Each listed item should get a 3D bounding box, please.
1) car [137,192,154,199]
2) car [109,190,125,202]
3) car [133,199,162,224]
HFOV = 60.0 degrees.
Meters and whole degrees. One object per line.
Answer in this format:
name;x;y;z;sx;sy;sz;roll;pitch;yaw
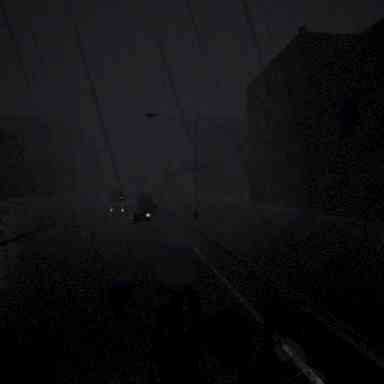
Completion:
car;-5.935;0.675;42.439;1.882;1.535;5.008;0;3;-8
car;-10.096;0.533;45.350;1.837;1.490;4.892;0;4;-8
car;-3.180;1.457;23.961;1.994;1.385;4.181;0;1;-8
